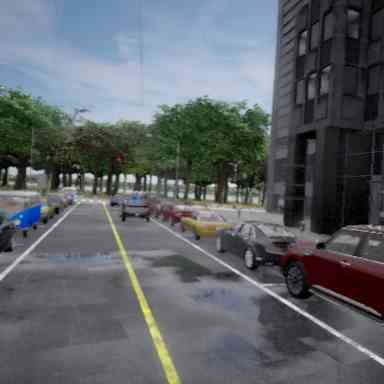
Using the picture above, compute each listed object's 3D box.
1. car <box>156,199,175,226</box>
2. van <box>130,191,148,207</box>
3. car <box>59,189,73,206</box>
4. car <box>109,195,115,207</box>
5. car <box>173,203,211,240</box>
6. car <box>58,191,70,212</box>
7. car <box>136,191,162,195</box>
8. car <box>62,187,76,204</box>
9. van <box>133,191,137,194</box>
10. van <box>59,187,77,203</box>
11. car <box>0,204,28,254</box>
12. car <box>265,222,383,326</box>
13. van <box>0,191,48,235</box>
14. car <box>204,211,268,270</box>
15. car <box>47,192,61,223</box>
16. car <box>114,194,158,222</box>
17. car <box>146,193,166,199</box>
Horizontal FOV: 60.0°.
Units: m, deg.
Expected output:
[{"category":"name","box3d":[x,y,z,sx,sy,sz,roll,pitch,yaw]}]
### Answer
[{"category":"car","box3d":[-0.844,1.428,21.775,1.887,1.381,4.507,3,0,-16]},{"category":"van","box3d":[-6.805,0.812,42.684,1.690,1.788,3.998,3,0,-16]},{"category":"car","box3d":[-11.965,0.725,29.720,1.752,1.417,4.829,3,0,-16]},{"category":"car","box3d":[-8.400,0.952,38.394,1.994,1.385,4.181,3,0,-16]},{"category":"car","box3d":[0.604,1.509,16.710,1.752,1.417,4.829,3,0,-16]},{"category":"car","box3d":[-10.520,0.866,24.655,1.947,1.339,4.313,3,0,-16]},{"category":"car","box3d":[-3.817,0.991,32.229,2.192,1.841,5.009,3,0,-16]},{"category":"car","box3d":[-13.500,0.534,35.110,1.967,1.590,4.097,3,0,-16]},{"category":"van","box3d":[-5.312,0.915,37.456,1.690,1.788,3.998,3,0,-16]},{"category":"van","box3d":[-14.987,0.332,40.337,1.690,1.788,3.998,3,0,-16]},{"category":"car","box3d":[-6.040,1.178,8.973,1.947,1.339,4.313,3,0,-16]},{"category":"car","box3d":[3.650,1.512,6.091,2.192,1.841,5.009,3,0,-16]},{"category":"van","box3d":[-7.520,0.849,14.200,1.690,1.788,3.998,3,0,-16]},{"category":"car","box3d":[2.143,1.642,11.320,2.008,1.369,4.403,3,0,-16]},{"category":"car","box3d":[-8.978,0.932,19.265,1.752,1.417,4.829,3,0,-16]},{"category":"car","box3d":[-4.063,1.179,23.204,2.128,1.511,4.902,3,0,-16]},{"category":"car","box3d":[-2.331,1.220,27.002,1.967,1.590,4.097,3,0,-16]}]
